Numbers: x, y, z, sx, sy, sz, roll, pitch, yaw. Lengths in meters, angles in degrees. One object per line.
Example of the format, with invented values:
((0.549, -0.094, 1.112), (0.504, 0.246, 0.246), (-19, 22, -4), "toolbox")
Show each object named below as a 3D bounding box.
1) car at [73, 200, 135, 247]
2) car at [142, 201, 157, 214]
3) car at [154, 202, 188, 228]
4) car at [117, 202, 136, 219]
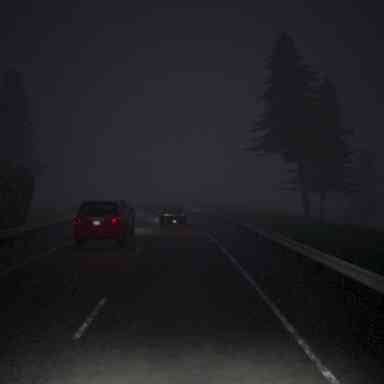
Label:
((-4.095, 1.377, 16.213), (2.150, 2.045, 5.566), (0, -1, -4), "car")
((-5.068, 1.867, 41.427), (1.882, 1.535, 5.008), (0, -1, -15), "car")
((-1.447, 1.716, 23.999), (2.128, 1.511, 4.902), (0, -1, -8), "car")
((-6.819, 1.851, 34.201), (1.812, 1.442, 4.674), (0, -1, -13), "car")
